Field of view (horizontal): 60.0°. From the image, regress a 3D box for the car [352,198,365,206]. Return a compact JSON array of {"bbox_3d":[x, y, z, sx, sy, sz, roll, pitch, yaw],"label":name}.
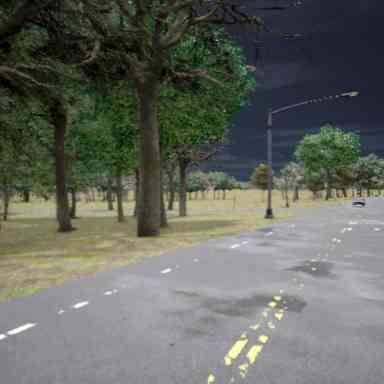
[{"bbox_3d":[30.389,1.772,60.453,2.033,1.411,5.357,0,1,31],"label":"car"}]
